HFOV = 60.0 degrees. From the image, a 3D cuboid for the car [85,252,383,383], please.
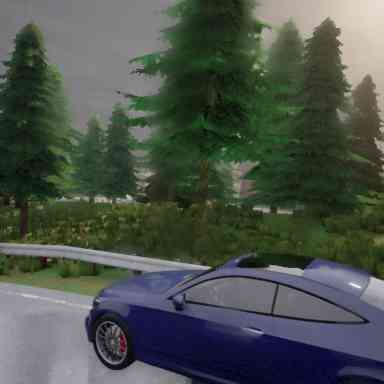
[{"bbox_3d":[0.787,1.499,4.078,4.674,1.442,1.812,1,1,31],"label":"car"}]
